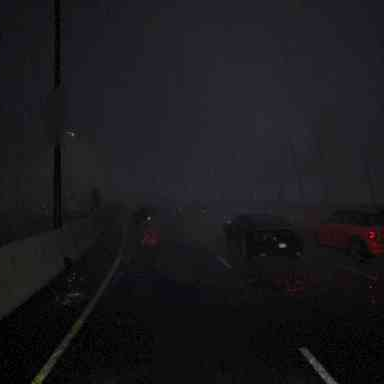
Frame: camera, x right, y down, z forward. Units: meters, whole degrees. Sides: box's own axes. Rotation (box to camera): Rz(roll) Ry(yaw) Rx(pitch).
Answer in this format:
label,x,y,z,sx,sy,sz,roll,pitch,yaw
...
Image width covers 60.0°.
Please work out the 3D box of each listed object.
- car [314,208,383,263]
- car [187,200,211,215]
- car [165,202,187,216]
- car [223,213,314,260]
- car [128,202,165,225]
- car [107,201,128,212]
label,x,y,z,sx,sy,sz,roll,pitch,yaw
car,6.078,1.401,12.356,2.097,1.767,4.553,0,0,-7
car,0.458,1.683,35.983,1.837,1.490,4.892,0,0,-19
car,-2.537,1.723,34.176,2.033,1.411,5.357,0,0,-19
car,2.515,1.537,12.846,1.882,1.535,5.008,0,0,-7
car,-3.590,1.639,25.509,1.837,1.490,4.892,0,-1,-15
car,-9.234,1.827,41.325,1.895,1.301,4.718,0,0,-24
